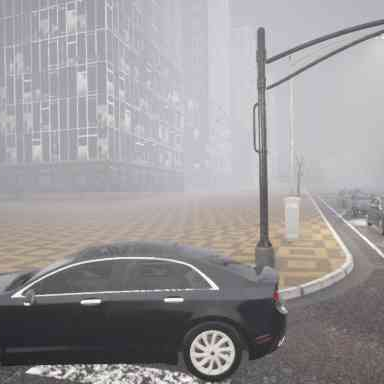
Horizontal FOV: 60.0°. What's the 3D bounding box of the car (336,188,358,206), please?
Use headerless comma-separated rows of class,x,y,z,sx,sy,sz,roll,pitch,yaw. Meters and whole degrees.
car,12.855,0.454,26.870,2.128,1.511,4.902,-1,2,18

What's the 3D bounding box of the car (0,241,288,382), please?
car,-1.153,1.505,4.795,4.892,1.490,1.837,0,0,0

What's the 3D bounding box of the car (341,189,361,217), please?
car,10.895,0.759,20.794,1.994,1.385,4.181,-1,2,17

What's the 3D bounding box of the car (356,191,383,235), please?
car,8.882,0.928,14.489,2.128,1.511,4.902,-1,2,18
